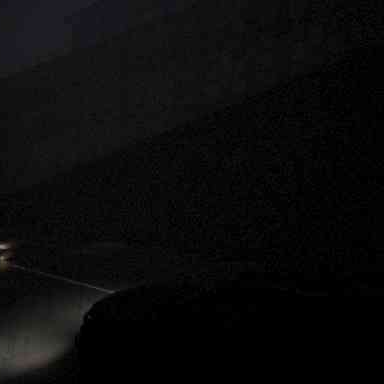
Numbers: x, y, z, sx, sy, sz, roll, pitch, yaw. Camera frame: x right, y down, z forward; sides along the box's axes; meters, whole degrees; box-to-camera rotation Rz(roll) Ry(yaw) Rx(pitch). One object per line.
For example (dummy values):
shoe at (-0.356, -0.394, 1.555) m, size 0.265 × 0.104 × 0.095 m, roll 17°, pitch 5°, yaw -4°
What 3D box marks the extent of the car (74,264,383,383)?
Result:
car at (0.781, 1.516, 3.426) m, size 4.674 × 1.442 × 1.812 m, roll 1°, pitch 0°, yaw 35°
